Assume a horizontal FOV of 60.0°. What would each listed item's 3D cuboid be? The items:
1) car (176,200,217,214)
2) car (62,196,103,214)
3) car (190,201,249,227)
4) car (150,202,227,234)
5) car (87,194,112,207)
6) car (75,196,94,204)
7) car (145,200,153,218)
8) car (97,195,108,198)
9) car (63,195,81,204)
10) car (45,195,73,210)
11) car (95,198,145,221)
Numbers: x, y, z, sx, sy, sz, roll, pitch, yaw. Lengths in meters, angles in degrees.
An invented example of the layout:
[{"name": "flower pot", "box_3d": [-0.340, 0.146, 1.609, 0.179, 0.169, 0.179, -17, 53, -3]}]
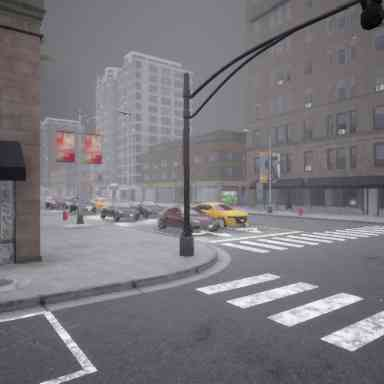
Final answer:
[{"name": "car", "box_3d": [0.369, 1.549, 35.127, 1.895, 1.301, 4.718, 0, 0, -36]}, {"name": "car", "box_3d": [-11.440, 1.443, 34.500, 2.128, 1.511, 4.902, 0, 0, -36]}, {"name": "car", "box_3d": [1.580, 1.452, 21.992, 1.882, 1.535, 5.008, 0, 0, -35]}, {"name": "car", "box_3d": [-0.343, 1.506, 19.065, 1.812, 1.442, 4.674, 0, 0, -34]}, {"name": "car", "box_3d": [-13.657, 1.276, 49.013, 2.097, 1.767, 4.553, 0, 0, -36]}, {"name": "car", "box_3d": [-20.892, 1.439, 64.595, 2.033, 1.411, 5.357, 0, 0, -36]}, {"name": "car", "box_3d": [-4.162, 1.485, 29.976, 1.812, 1.442, 4.674, 0, 0, -36]}, {"name": "car", "box_3d": [-10.142, 1.422, 38.263, 1.882, 1.535, 5.008, 0, 0, -36]}, {"name": "car", "box_3d": [-21.710, 1.407, 60.181, 1.837, 1.490, 4.892, 0, 0, -36]}, {"name": "car", "box_3d": [-17.434, 1.288, 42.866, 2.097, 1.767, 4.553, 0, 0, -35]}, {"name": "car", "box_3d": [-5.904, 1.491, 26.835, 1.812, 1.442, 4.674, 0, 0, -36]}]
